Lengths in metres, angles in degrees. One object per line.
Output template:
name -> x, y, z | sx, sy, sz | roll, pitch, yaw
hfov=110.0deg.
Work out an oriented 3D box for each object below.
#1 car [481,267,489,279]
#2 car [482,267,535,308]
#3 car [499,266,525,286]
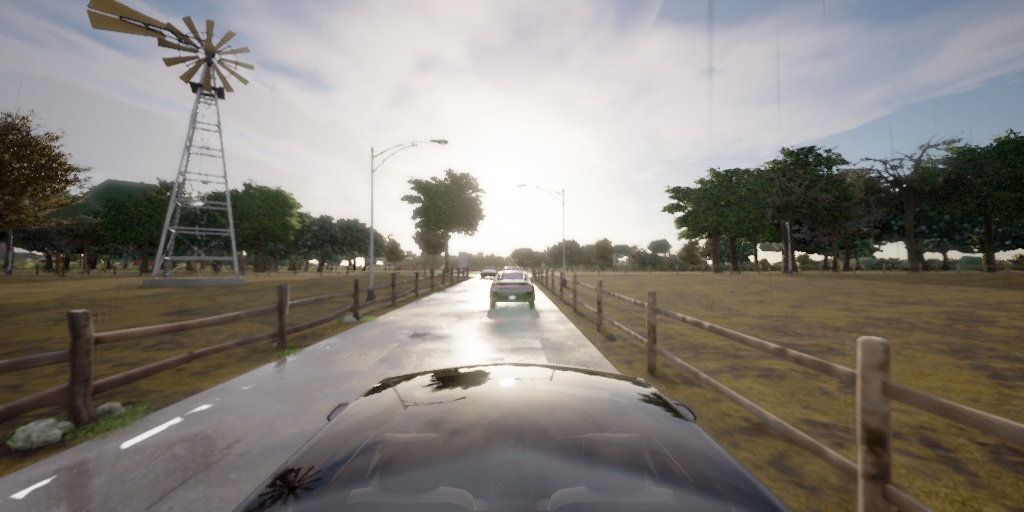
car -> -2.725, 1.988, 43.646 | 2.033, 1.411, 5.357 | 0, -1, 0
car -> 0.013, 1.418, 16.171 | 2.128, 1.511, 4.902 | 0, -1, 0
car -> 0.022, 1.673, 31.182 | 2.128, 1.511, 4.902 | 0, -1, 0
